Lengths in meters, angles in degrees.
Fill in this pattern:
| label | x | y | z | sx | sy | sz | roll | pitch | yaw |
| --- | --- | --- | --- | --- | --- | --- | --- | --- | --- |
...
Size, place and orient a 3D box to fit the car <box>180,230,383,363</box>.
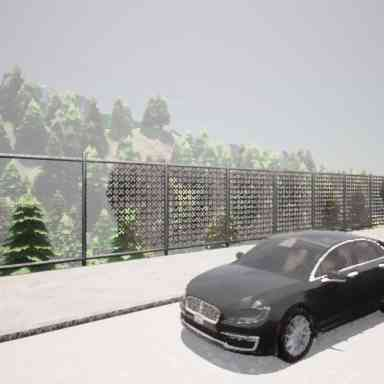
| label | x | y | z | sx | sy | sz | roll | pitch | yaw |
| --- | --- | --- | --- | --- | --- | --- | --- | --- | --- |
| car | 2.069 | 1.505 | 5.967 | 4.892 | 1.490 | 1.837 | 0 | 0 | -36 |
